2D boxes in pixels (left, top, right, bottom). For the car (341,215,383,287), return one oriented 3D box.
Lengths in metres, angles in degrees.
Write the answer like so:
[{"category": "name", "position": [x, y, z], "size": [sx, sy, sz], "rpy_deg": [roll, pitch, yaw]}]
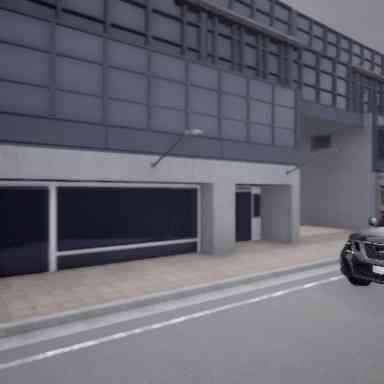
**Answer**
[{"category": "car", "position": [6.036, 1.233, 8.283], "size": [5.566, 2.045, 2.150], "rpy_deg": [0, 0, -35]}]
